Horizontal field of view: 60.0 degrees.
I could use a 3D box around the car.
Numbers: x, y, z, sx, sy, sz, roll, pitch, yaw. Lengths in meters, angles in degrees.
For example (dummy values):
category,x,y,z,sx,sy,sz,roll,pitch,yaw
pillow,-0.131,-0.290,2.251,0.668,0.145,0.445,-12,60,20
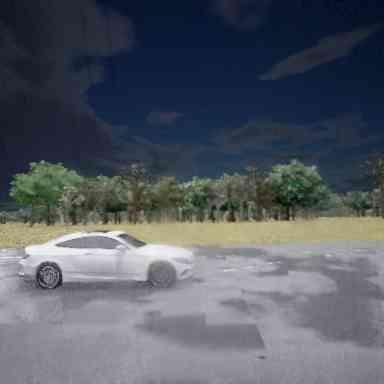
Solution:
category,x,y,z,sx,sy,sz,roll,pitch,yaw
car,-2.282,1.790,9.191,4.674,1.442,1.812,-1,-4,2
